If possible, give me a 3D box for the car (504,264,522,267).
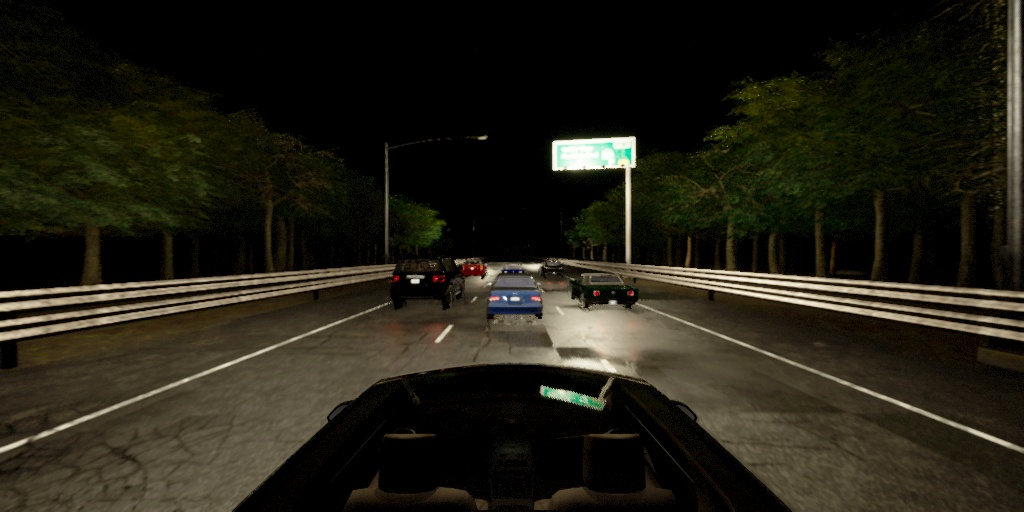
[{"bbox_3d":[0.106,1.355,31.627,1.895,1.301,4.718,0,0,0],"label":"car"}]

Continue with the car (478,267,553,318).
[{"bbox_3d":[0.088,1.307,12.980,2.033,1.411,5.357,0,0,0],"label":"car"}]

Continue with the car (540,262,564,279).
[{"bbox_3d":[3.606,1.243,32.997,2.128,1.511,4.902,0,0,0],"label":"car"}]

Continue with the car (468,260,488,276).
[{"bbox_3d":[-3.393,1.104,32.751,2.097,1.767,4.553,0,0,0],"label":"car"}]

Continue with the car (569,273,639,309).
[{"bbox_3d":[3.602,1.364,15.004,1.895,1.301,4.718,0,0,0],"label":"car"}]

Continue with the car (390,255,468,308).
[{"bbox_3d":[-3.398,0.985,15.283,2.150,2.045,5.566,0,0,0],"label":"car"}]
